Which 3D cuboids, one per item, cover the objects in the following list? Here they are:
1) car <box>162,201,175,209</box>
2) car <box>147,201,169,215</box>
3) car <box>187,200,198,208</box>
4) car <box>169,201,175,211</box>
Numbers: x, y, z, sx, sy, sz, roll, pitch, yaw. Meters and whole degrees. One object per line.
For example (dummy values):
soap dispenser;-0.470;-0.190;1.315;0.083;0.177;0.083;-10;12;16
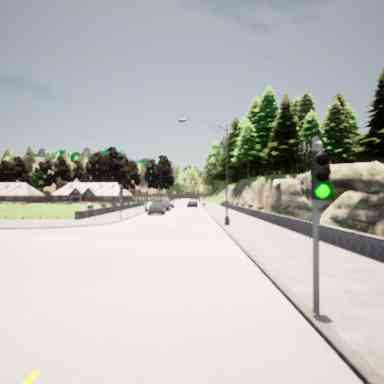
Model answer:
car;-4.080;2.227;58.894;1.895;1.301;4.718;0;-1;0
car;-4.114;1.945;39.375;1.812;1.442;4.674;0;-1;0
car;0.079;2.222;61.896;1.994;1.385;4.181;0;-1;0
car;-4.110;2.070;49.083;2.033;1.411;5.357;0;-1;0
